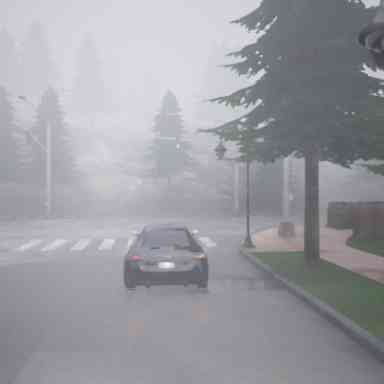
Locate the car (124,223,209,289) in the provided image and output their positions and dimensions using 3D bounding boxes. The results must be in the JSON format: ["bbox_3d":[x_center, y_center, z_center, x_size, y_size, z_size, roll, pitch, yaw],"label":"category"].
[{"bbox_3d":[-0.720,1.548,9.186,1.994,1.385,4.181,0,0,-5],"label":"car"}]
